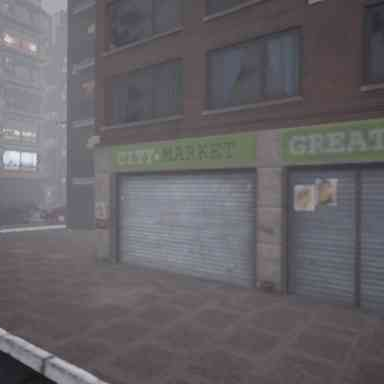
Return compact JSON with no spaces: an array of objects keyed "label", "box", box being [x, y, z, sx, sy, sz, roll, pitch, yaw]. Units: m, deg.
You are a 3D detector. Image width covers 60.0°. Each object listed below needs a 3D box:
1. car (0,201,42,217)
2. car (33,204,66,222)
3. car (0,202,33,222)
[{"label":"car","box":[-16.673,1.584,31.493,1.802,1.307,4.206,0,-1,35]},{"label":"car","box":[-9.850,1.621,26.685,1.887,1.381,4.507,0,-1,35]},{"label":"car","box":[-14.414,1.562,24.858,1.994,1.385,4.181,1,0,35]}]
